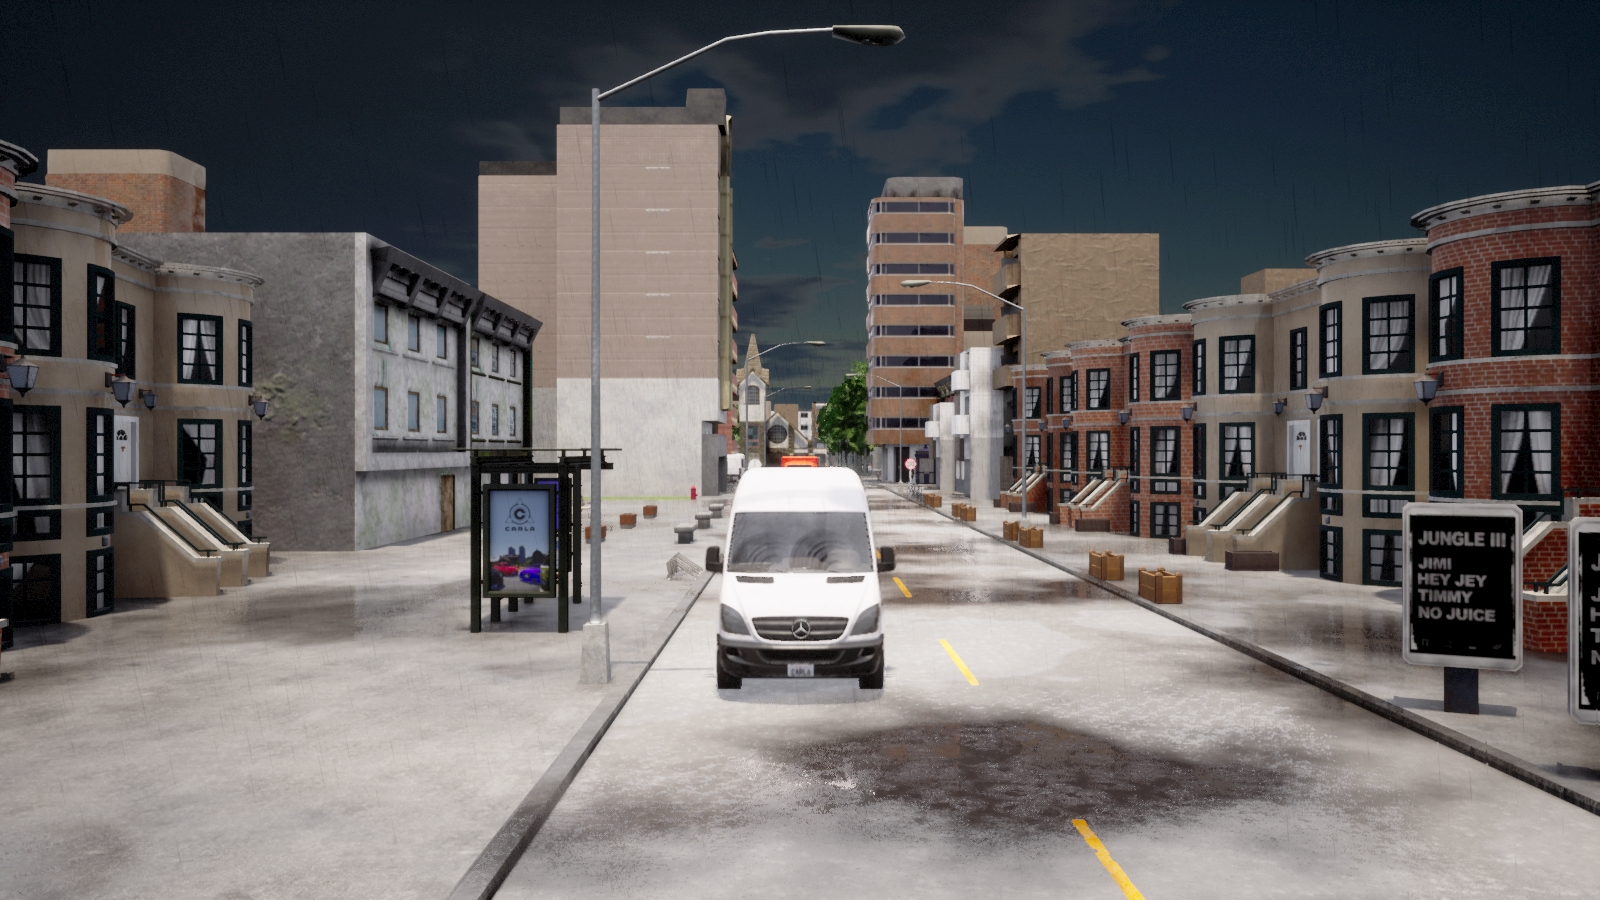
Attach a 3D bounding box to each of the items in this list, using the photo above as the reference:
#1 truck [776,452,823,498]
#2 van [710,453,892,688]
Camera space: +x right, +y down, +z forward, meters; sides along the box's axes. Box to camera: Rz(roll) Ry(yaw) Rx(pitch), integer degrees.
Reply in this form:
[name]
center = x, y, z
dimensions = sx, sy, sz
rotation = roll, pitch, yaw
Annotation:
[truck]
center = -0.032, 1.373, 65.237
dimensions = 2.627, 2.467, 5.204
rotation = 0, 0, 0
[van]
center = 0.008, 1.321, 15.441
dimensions = 1.988, 2.561, 5.915
rotation = 0, 0, 0
